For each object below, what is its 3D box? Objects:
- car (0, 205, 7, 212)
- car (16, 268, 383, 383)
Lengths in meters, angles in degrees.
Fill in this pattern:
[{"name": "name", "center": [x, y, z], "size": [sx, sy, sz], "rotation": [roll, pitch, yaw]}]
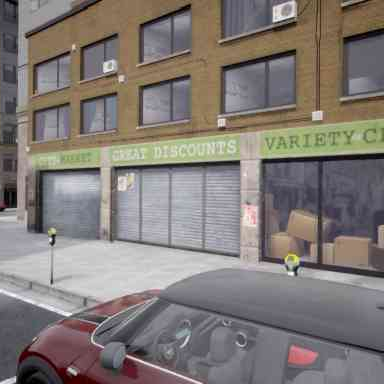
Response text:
[{"name": "car", "center": [-19.429, 1.458, 29.774], "size": [1.895, 1.301, 4.718], "rotation": [1, 1, 34]}, {"name": "car", "center": [0.240, 1.440, 2.894], "size": [4.097, 1.590, 1.967], "rotation": [0, 1, 35]}]
